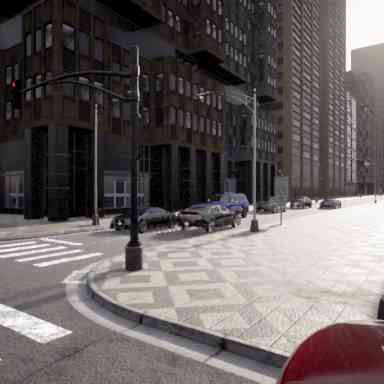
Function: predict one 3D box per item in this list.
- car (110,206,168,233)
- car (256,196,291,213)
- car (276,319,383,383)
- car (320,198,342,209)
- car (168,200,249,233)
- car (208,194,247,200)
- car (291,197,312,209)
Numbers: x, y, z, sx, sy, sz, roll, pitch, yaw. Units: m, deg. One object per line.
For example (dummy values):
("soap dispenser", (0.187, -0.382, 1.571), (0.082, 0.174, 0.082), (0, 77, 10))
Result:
("car", (-2.749, 1.524, 19.546), (1.994, 1.385, 4.181), (0, 0, 35))
("car", (8.370, 1.270, 35.269), (2.097, 1.767, 4.553), (0, 0, 35))
("car", (2.680, 1.315, 1.049), (5.009, 1.841, 2.192), (0, 0, 35))
("car", (18.343, 1.458, 43.915), (1.994, 1.385, 4.181), (0, 0, 36))
("car", (1.119, 1.454, 19.481), (2.128, 1.511, 4.902), (0, 0, 35))
("car", (2.735, 1.161, 27.312), (2.150, 2.045, 5.566), (0, 0, 35))
("car", (14.352, 1.385, 43.676), (2.128, 1.511, 4.902), (0, 0, 35))
